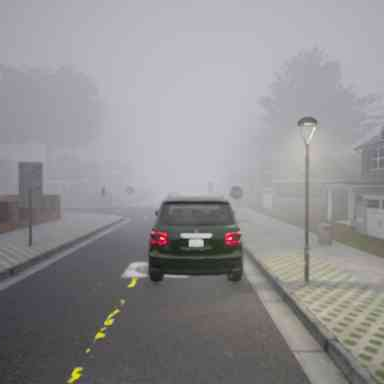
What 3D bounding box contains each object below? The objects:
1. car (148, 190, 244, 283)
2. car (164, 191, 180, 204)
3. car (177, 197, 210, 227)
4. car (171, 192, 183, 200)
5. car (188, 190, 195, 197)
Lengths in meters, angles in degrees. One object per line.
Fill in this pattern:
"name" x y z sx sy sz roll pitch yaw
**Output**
"car" 0.086 1.088 9.425 2.150 2.045 5.566 0 1 0
"car" -2.891 0.742 48.586 2.097 1.767 4.553 0 1 0
"car" 0.079 1.190 21.623 1.882 1.535 5.008 0 1 0
"car" -2.848 0.771 64.608 1.994 1.385 4.181 0 1 0
"car" -0.097 0.347 83.851 1.837 1.490 4.892 0 1 0
